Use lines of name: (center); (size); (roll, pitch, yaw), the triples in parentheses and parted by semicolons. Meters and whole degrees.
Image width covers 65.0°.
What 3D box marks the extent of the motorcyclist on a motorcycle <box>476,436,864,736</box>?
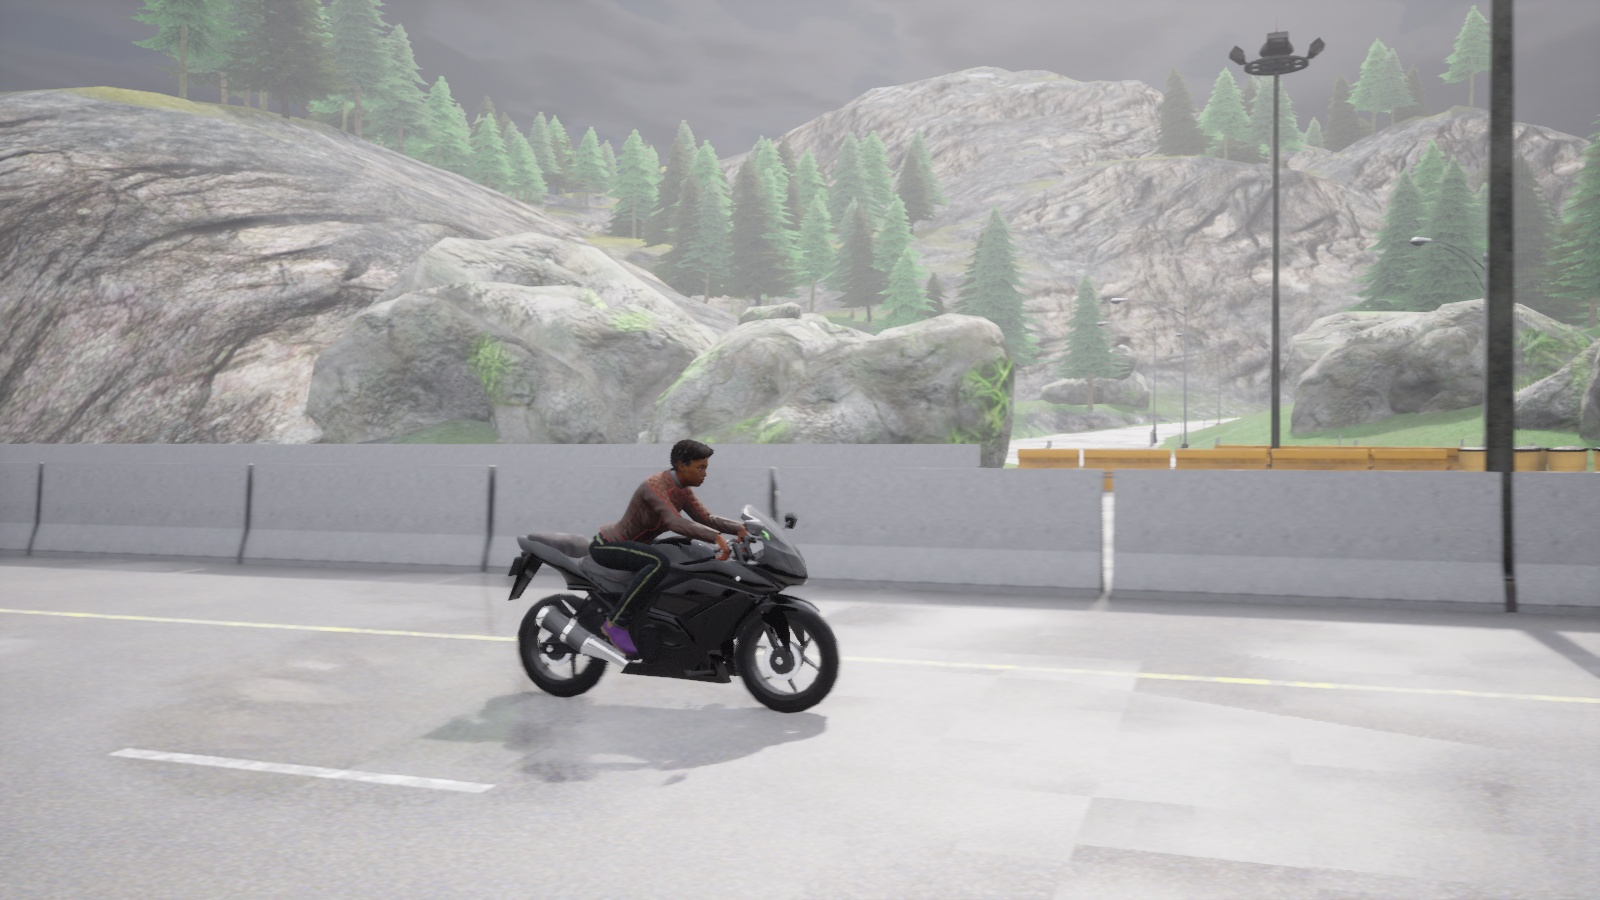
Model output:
motorcyclist on a motorcycle: (-0.731, 0.692, 7.131); (2.044, 1.523, 0.797); (1, 1, 19)
